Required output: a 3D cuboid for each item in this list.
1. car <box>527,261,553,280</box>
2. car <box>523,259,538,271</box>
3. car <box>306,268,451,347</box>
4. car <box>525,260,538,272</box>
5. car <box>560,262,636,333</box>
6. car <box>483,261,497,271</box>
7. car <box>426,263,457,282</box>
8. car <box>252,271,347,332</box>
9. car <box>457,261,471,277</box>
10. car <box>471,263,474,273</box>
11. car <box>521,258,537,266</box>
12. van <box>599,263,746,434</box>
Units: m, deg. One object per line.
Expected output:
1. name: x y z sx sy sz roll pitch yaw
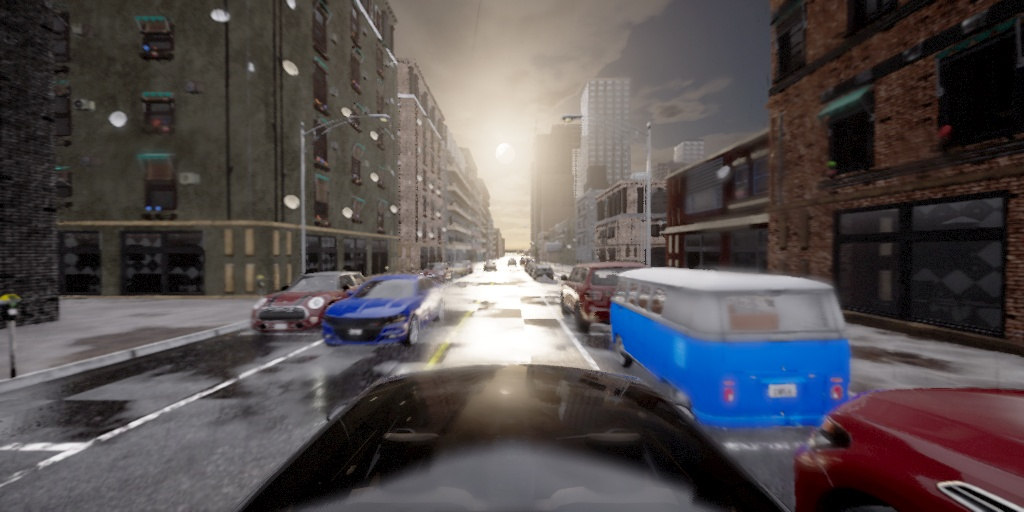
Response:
1. car: 2.701 1.387 31.933 2.007 1.370 4.403 0 0 0
2. car: 2.671 1.420 43.085 1.948 1.339 4.313 0 0 0
3. car: -3.096 1.248 9.611 1.882 1.535 5.008 0 0 0
4. car: 2.670 1.406 37.505 1.948 1.339 4.313 0 0 0
5. car: 2.693 1.088 10.803 2.192 1.841 5.009 0 0 0
6. car: -3.054 1.419 50.693 2.033 1.411 5.357 0 0 0
7. car: -5.682 1.255 27.034 1.967 1.591 4.097 0 0 0
8. car: -5.688 1.214 10.812 1.967 1.591 4.097 0 0 0
9. car: -5.679 1.367 37.288 1.751 1.417 4.829 0 0 0
10. car: -5.676 1.294 43.038 1.967 1.591 4.097 0 0 0
11. car: 2.673 1.182 48.664 2.192 1.841 5.009 0 0 0
12. van: 2.691 1.100 5.396 1.690 1.789 3.998 0 0 0
